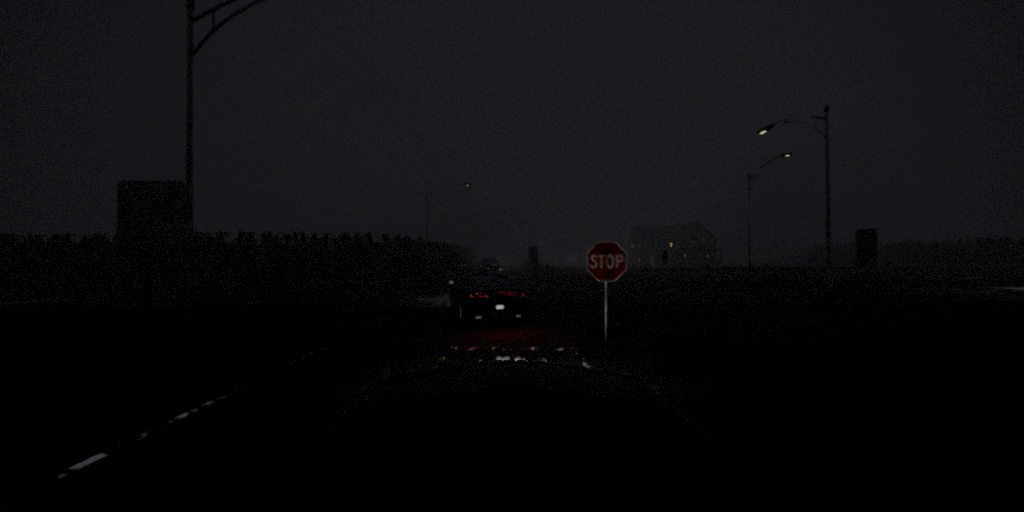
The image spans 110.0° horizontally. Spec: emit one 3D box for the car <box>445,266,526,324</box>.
[{"bbox_3d":[-1.063,1.268,12.361,1.882,1.535,5.008,1,0,-17],"label":"car"}]

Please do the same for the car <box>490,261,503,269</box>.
[{"bbox_3d":[-2.773,1.578,63.985,2.033,1.411,5.357,0,0,0],"label":"car"}]

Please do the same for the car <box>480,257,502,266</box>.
[{"bbox_3d":[-2.839,1.162,45.674,2.150,2.045,5.566,0,0,1],"label":"car"}]
